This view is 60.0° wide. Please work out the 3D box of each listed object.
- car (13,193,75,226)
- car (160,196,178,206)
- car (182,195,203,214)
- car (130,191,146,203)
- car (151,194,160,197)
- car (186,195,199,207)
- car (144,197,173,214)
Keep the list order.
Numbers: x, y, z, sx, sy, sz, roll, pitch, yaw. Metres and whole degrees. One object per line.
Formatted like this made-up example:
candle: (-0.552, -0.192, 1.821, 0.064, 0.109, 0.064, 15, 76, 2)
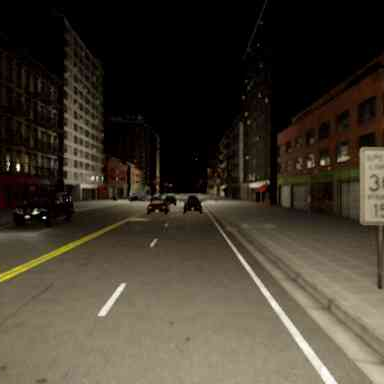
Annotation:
car: (-9.765, 1.095, 22.481, 2.150, 2.045, 5.566, 0, 0, 0)
car: (-3.186, 1.254, 48.578, 1.812, 1.442, 4.674, 0, 1, 0)
car: (0.083, 1.339, 33.293, 1.812, 1.442, 4.674, 0, 0, 1)
car: (-9.791, 0.793, 60.947, 2.150, 2.045, 5.566, 0, 0, 0)
car: (-6.541, 1.131, 60.981, 1.994, 1.385, 4.181, 0, 0, 0)
car: (0.061, 1.241, 47.576, 1.837, 1.490, 4.892, 0, 1, 0)
car: (-3.172, 1.419, 32.440, 1.895, 1.301, 4.718, 0, 0, 0)
